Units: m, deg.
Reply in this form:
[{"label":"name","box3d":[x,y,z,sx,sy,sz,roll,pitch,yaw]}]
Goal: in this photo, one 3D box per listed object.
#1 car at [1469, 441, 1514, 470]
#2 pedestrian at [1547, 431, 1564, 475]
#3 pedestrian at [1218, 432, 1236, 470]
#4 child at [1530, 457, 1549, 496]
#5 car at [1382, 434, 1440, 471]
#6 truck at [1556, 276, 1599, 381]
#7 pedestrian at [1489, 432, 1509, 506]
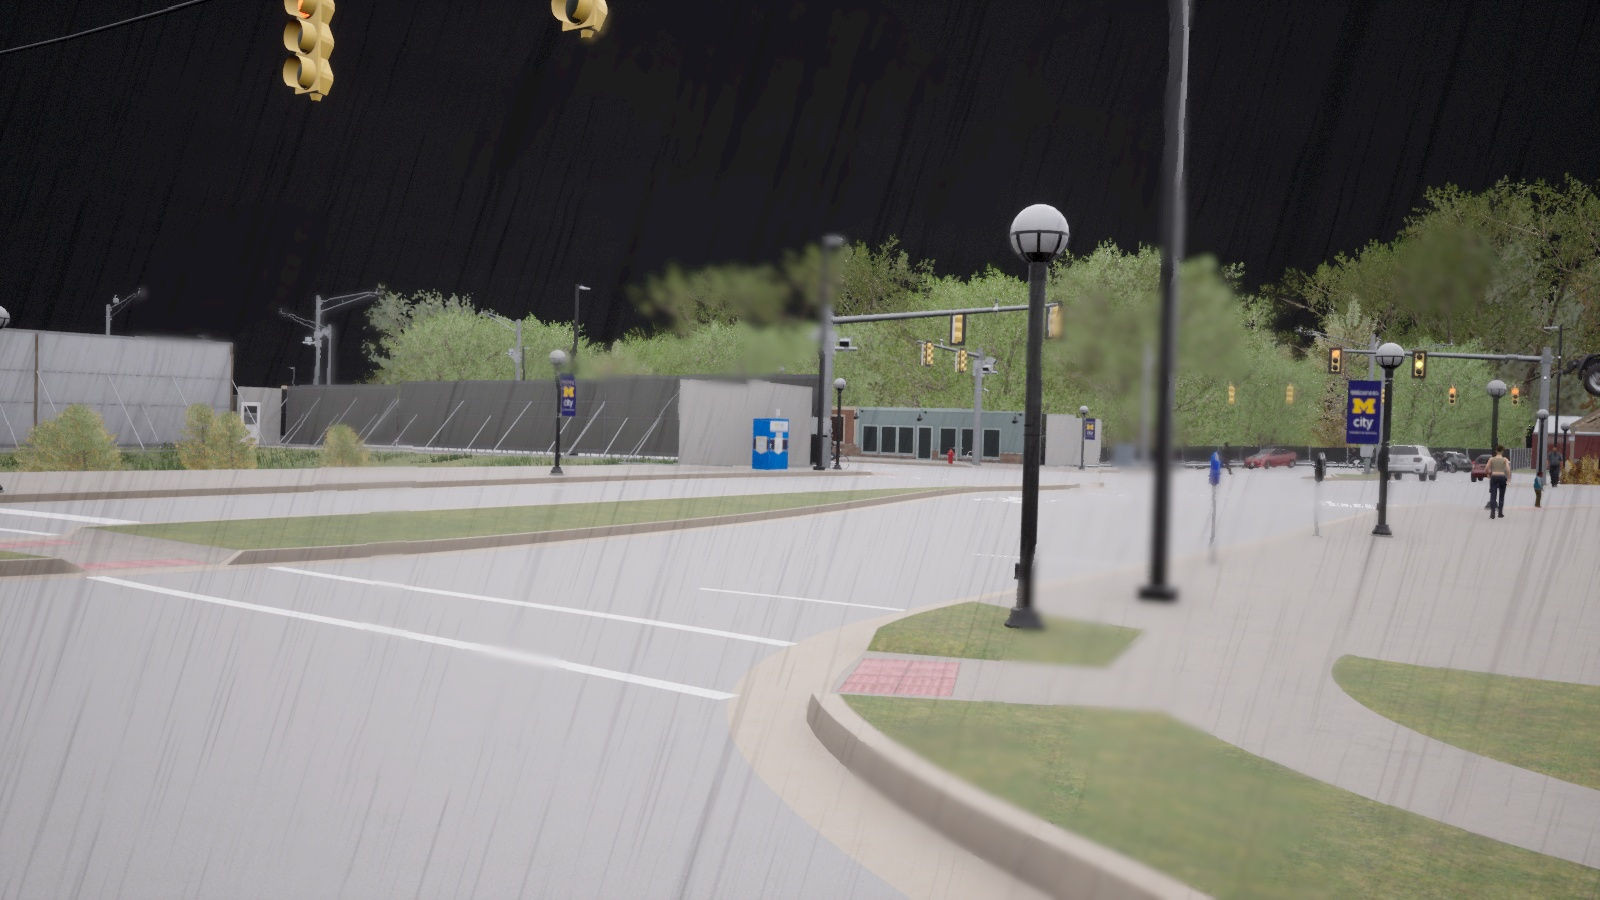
[{"label":"car","box3d":[40.739,0.292,73.917,1.851,1.617,3.988,0,1,36]},{"label":"pedestrian","box3d":[32.374,0.116,53.828,0.540,1.848,0.694,2,2,28]},{"label":"pedestrian","box3d":[21.979,0.034,64.640,0.692,1.930,0.395,2,2,41]},{"label":"child","box3d":[23.025,0.817,39.100,0.448,1.192,0.343,1,2,21]},{"label":"car","box3d":[35.005,0.157,71.877,2.150,2.045,5.566,0,0,35]},{"label":"truck","box3d":[30.160,-4.365,42.204,7.936,3.462,2.891,-3,2,32]},{"label":"pedestrian","box3d":[17.535,0.466,31.504,0.345,1.836,0.594,2,2,34]}]
